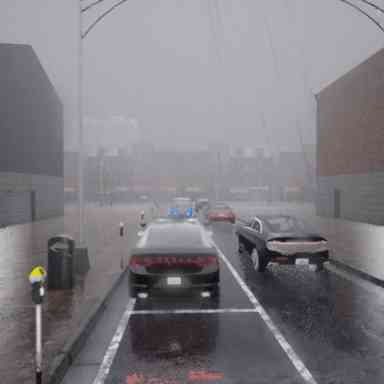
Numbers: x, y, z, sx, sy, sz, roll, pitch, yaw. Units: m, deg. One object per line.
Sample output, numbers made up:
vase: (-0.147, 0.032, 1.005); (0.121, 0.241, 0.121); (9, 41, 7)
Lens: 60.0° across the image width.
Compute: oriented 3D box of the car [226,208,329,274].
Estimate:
car: (2.593, 1.480, 10.577); (2.128, 1.511, 4.902); (0, 0, -2)

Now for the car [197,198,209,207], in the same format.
car: (1.267, 1.488, 38.949); (1.837, 1.490, 4.892); (0, 0, -2)

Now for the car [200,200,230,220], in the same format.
car: (1.975, 1.546, 24.862); (1.994, 1.385, 4.181); (0, 0, -2)

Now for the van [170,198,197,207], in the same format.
van: (-0.797, 1.327, 25.401); (1.690, 1.788, 3.998); (-1, 0, -2)

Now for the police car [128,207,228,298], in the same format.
police car: (-0.436, 1.418, 8.663); (1.930, 1.638, 5.238); (0, 0, -2)
